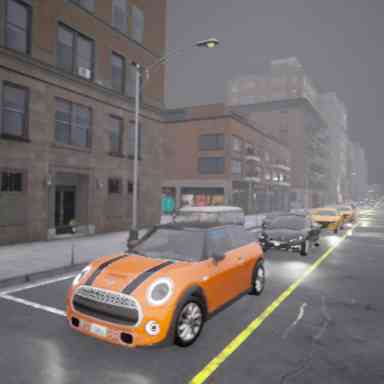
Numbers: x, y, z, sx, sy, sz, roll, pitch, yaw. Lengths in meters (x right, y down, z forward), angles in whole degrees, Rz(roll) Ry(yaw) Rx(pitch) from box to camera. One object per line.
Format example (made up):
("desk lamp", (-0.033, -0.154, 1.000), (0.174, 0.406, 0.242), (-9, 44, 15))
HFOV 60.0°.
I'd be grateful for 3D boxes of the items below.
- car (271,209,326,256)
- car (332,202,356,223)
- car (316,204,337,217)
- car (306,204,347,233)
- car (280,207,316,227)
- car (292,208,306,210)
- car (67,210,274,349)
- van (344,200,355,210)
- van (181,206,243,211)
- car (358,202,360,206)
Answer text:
("car", (4.374, 1.733, 14.519), (1.837, 1.490, 4.892), (1, -1, 30))
("car", (14.991, 2.108, 32.987), (1.882, 1.535, 5.008), (1, -1, 30))
("car", (16.811, 2.269, 41.409), (1.752, 1.417, 4.829), (1, -1, 30))
("car", (9.425, 1.898, 23.330), (1.882, 1.535, 5.008), (1, -1, 30))
("car", (8.843, 1.986, 27.479), (1.887, 1.381, 4.507), (1, -1, 30))
("car", (6.159, 1.905, 22.787), (1.947, 1.339, 4.313), (1, -1, 30))
("car", (-0.161, 1.408, 6.651), (2.097, 1.767, 4.553), (1, -1, 31))
("van", (33.000, 2.698, 69.709), (1.690, 1.788, 3.998), (1, -1, 30))
("van", (0.797, 1.476, 13.405), (1.690, 1.788, 3.998), (1, -1, 30))
("car", (35.679, 3.010, 74.400), (2.008, 1.369, 4.403), (1, -1, 30))
